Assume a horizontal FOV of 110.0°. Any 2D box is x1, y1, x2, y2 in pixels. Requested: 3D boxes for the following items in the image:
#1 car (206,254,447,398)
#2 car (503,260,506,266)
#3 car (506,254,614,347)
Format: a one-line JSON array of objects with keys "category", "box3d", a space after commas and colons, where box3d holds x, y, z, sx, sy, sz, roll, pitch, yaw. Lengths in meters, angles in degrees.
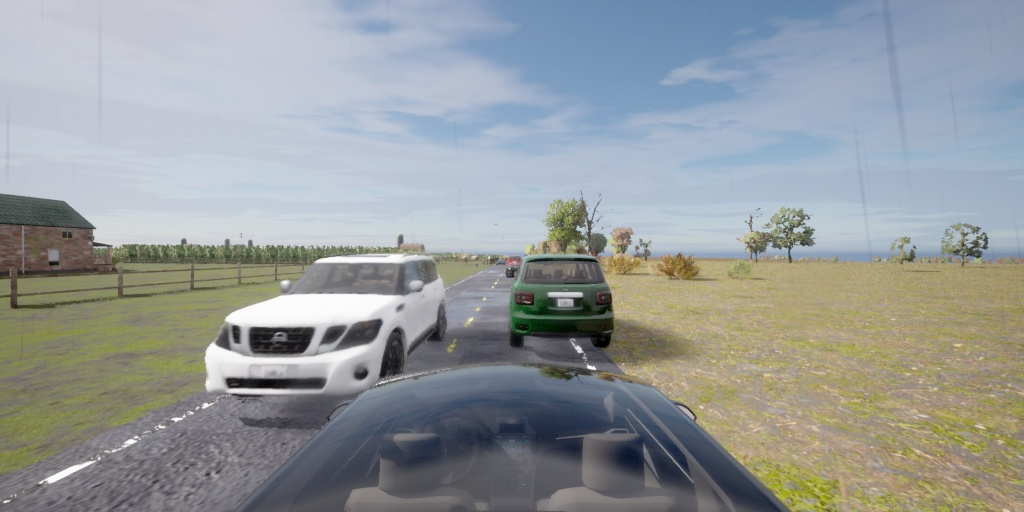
[{"category": "car", "box3d": [-2.704, 0.970, 6.860, 2.150, 2.045, 5.566, 0, 0, 0]}, {"category": "car", "box3d": [0.360, 1.344, 38.465, 1.895, 1.301, 4.718, 0, 0, 1]}, {"category": "car", "box3d": [1.028, 0.973, 9.427, 2.150, 2.045, 5.566, 0, 0, 0]}]
